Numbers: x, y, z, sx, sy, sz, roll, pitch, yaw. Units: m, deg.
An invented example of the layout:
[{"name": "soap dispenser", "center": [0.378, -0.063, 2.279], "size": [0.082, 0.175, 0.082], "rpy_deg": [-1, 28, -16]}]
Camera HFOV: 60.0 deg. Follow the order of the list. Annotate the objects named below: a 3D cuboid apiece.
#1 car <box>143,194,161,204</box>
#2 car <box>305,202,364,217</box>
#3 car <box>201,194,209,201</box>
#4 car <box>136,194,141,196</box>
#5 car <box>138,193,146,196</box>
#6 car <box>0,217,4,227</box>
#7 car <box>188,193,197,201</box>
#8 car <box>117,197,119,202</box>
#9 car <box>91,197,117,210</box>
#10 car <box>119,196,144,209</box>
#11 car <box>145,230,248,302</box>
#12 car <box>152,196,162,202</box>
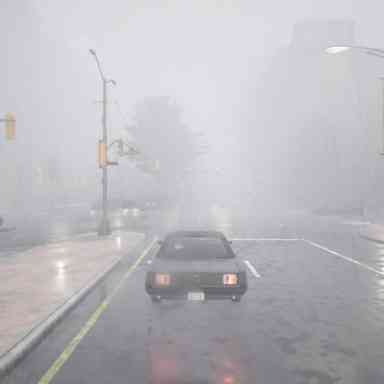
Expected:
[{"name": "car", "center": [-7.979, 1.547, 66.248], "size": [2.033, 1.411, 5.357], "rpy_deg": [0, 0, 1]}, {"name": "car", "center": [12.882, 1.601, 30.049], "size": [4.718, 1.301, 1.895], "rpy_deg": [0, 0, 1]}, {"name": "car", "center": [3.561, 1.519, 86.915], "size": [2.128, 1.511, 4.902], "rpy_deg": [0, 0, 0]}, {"name": "car", "center": [-11.501, 1.525, 63.589], "size": [1.812, 1.442, 4.674], "rpy_deg": [0, 0, 1]}, {"name": "car", "center": [-11.447, 1.225, 75.714], "size": [2.150, 2.045, 5.566], "rpy_deg": [0, 0, 0]}, {"name": "car", "center": [-11.589, 1.601, 16.593], "size": [1.895, 1.301, 4.718], "rpy_deg": [0, 0, 0]}, {"name": "car", "center": [0.061, 1.218, 86.531], "size": [2.150, 2.045, 5.566], "rpy_deg": [0, 0, 0]}, {"name": "car", "center": [-14.702, 1.595, 66.897], "size": [1.895, 1.301, 4.718], "rpy_deg": [0, 0, 0]}, {"name": "car", "center": [-11.570, 1.507, 43.139], "size": [1.837, 1.490, 4.892], "rpy_deg": [0, -1, 0]}, {"name": "car", "center": [-8.068, 1.564, 44.711], "size": [1.994, 1.385, 4.181], "rpy_deg": [0, 0, 0]}, {"name": "car", "center": [0.080, 1.601, 8.233], "size": [1.895, 1.301, 4.718], "rpy_deg": [0, 0, 0]}, {"name": "car", "center": [-7.946, 1.552, 76.170], "size": [1.994, 1.385, 4.181], "rpy_deg": [0, 0, 0]}]
